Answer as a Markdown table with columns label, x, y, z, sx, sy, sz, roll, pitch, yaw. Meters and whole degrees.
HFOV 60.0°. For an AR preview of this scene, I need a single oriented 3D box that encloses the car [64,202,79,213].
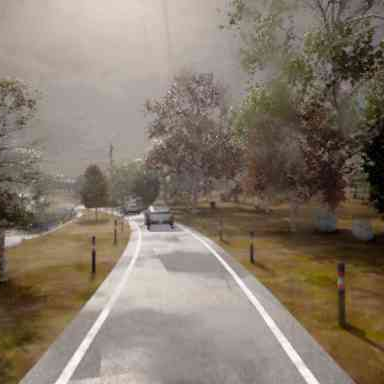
| label | x | y | z | sx | sy | sz | roll | pitch | yaw |
| --- | --- | --- | --- | --- | --- | --- | --- | --- | --- |
| car | -19.103 | 2.466 | 52.670 | 2.097 | 1.535 | 5.008 | -2 | -1 | -19 |

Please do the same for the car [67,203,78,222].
| label | x | y | z | sx | sy | sz | roll | pitch | yaw |
| --- | --- | --- | --- | --- | --- | --- | --- | --- | --- |
| car | -13.988 | 2.234 | 36.707 | 2.097 | 1.535 | 5.008 | 0 | -1 | -14 |

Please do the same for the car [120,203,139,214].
| label | x | y | z | sx | sy | sz | roll | pitch | yaw |
| --- | --- | --- | --- | --- | --- | --- | --- | --- | --- |
| car | -7.797 | 2.041 | 41.831 | 1.994 | 1.385 | 4.181 | -1 | -1 | -21 |

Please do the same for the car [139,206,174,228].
| label | x | y | z | sx | sy | sz | roll | pitch | yaw |
| --- | --- | --- | --- | --- | --- | --- | --- | --- | --- |
| car | -2.486 | 1.739 | 24.165 | 2.128 | 1.511 | 4.902 | 0 | 0 | -11 |

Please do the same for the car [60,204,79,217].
| label | x | y | z | sx | sy | sz | roll | pitch | yaw |
| --- | --- | --- | --- | --- | --- | --- | --- | --- | --- |
| car | -15.705 | 2.367 | 42.698 | 2.002 | 1.452 | 4.674 | 0 | -1 | -16 |
